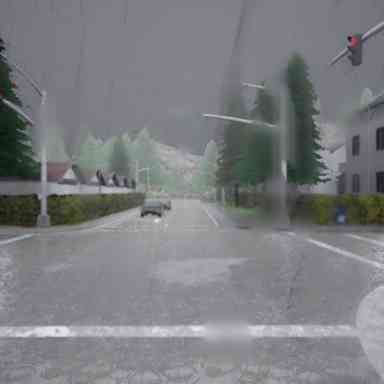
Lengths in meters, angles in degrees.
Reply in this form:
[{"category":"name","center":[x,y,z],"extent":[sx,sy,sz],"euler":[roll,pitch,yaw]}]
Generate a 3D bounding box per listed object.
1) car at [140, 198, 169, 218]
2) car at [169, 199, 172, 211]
[{"category":"car","center":[-3.601,1.557,31.096],"extent":[2.033,1.411,5.357],"euler":[0,0,0]},{"category":"car","center":[-3.583,1.490,41.379],"extent":[1.882,1.535,5.008],"euler":[0,0,0]}]
